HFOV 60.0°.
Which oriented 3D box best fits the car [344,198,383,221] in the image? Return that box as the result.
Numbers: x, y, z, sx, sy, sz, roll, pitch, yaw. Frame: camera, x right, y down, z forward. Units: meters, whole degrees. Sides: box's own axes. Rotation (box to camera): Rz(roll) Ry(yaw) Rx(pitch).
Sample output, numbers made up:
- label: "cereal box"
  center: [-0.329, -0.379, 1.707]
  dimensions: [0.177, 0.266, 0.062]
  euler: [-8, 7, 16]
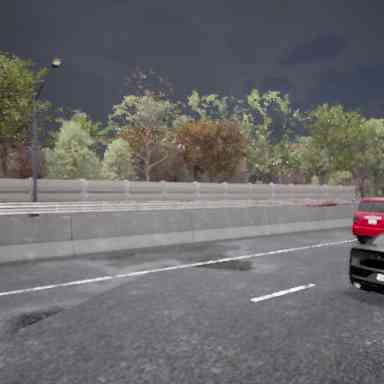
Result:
- label: "car"
  center: [9.328, 1.275, 14.715]
  dimensions: [5.566, 2.045, 2.150]
  euler: [0, 0, -36]

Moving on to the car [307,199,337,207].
- label: "car"
  center: [16.336, 1.625, 41.377]
  dimensions: [5.008, 1.535, 1.882]
  euler: [1, 0, -35]

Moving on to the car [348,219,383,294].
- label: "car"
  center: [5.694, 1.506, 7.814]
  dimensions: [5.008, 1.535, 1.882]
  euler: [0, 0, -36]

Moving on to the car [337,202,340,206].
- label: "car"
  center: [19.985, 1.648, 39.661]
  dimensions: [4.902, 1.511, 2.128]
  euler: [0, 0, -35]

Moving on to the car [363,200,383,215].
- label: "car"
  center: [20.648, 1.625, 35.851]
  dimensions: [5.008, 1.535, 1.882]
  euler: [1, 0, -35]
